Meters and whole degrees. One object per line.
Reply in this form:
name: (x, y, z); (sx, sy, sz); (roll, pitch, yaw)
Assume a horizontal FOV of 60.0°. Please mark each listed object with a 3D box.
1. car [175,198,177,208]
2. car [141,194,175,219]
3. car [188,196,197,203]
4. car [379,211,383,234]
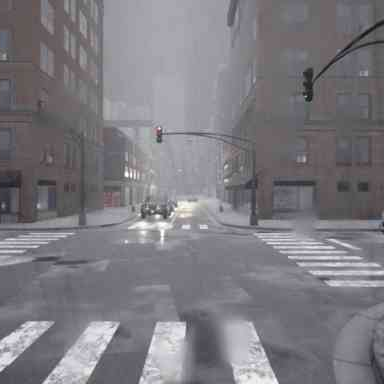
car: (-3.120, 1.545, 39.385); (1.812, 1.442, 4.674); (0, 0, 0)
car: (-3.100, 1.236, 29.712); (2.150, 2.045, 5.566); (0, 0, 2)
car: (0.071, 1.519, 69.960); (2.128, 1.511, 4.902); (0, 0, 0)
car: (11.041, 1.617, 14.610); (4.718, 1.301, 1.895); (0, 0, 2)
